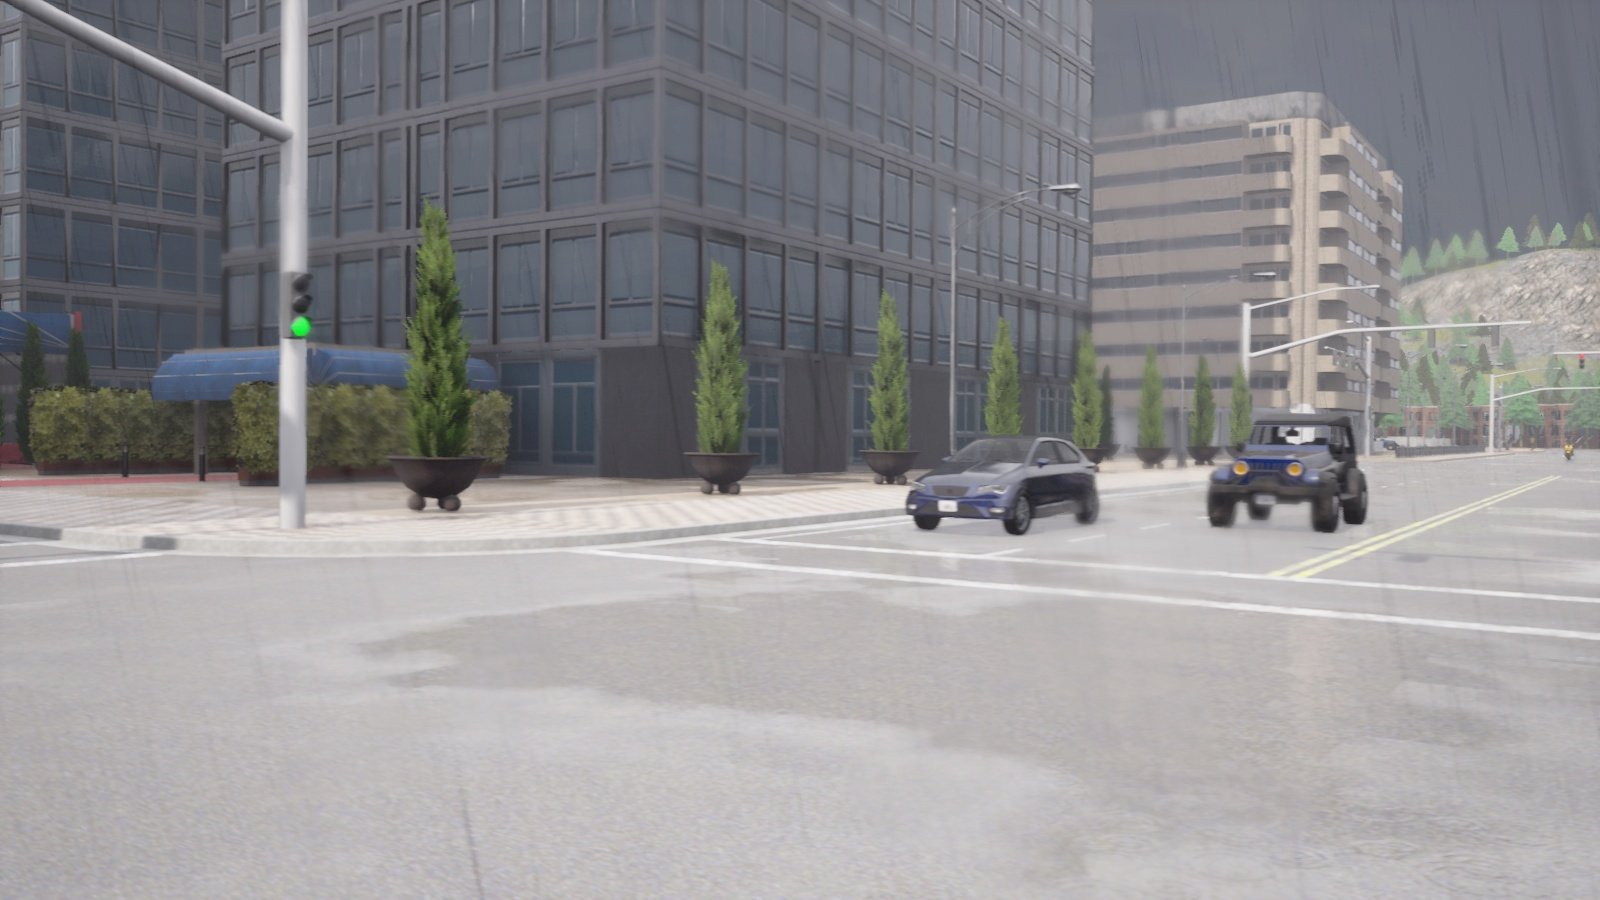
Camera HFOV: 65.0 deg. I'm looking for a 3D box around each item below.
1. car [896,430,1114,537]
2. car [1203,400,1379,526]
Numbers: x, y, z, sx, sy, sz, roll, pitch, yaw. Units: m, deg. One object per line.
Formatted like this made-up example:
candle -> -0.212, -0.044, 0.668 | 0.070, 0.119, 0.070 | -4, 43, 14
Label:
car -> 3.362, 0.442, 19.947 | 1.816, 1.474, 4.193 | 0, 1, 34
car -> 8.252, 0.167, 20.917 | 1.905, 1.878, 3.866 | 0, 1, 34
